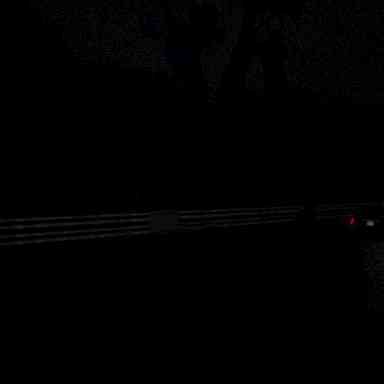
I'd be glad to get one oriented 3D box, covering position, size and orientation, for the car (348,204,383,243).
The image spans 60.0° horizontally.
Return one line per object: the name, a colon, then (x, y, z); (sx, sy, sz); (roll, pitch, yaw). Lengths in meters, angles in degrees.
car: (8.747, 1.280, 14.311); (4.553, 1.767, 2.097); (0, 0, -35)
